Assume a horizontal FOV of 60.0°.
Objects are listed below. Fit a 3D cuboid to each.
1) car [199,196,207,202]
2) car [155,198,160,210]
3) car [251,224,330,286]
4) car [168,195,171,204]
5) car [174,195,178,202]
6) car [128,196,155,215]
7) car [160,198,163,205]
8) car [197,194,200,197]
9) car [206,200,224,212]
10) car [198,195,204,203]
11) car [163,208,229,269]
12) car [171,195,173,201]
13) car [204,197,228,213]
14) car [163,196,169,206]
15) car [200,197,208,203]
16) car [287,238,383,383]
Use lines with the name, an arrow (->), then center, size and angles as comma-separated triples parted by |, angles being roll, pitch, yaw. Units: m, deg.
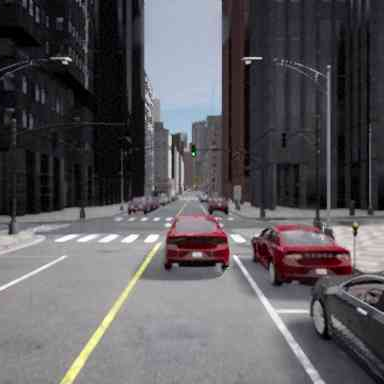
car -> 2.962, 1.964, 92.848 | 2.008, 1.369, 4.403 | 0, 0, 0
car -> -5.676, 1.469, 42.081 | 2.192, 1.841, 5.009 | 0, 0, 0
car -> 2.779, 1.576, 9.368 | 1.887, 1.381, 4.507 | 0, 0, 0
car -> -5.626, 1.786, 64.483 | 1.752, 1.417, 4.829 | 0, 0, 0
car -> -5.577, 1.700, 87.229 | 2.192, 1.841, 5.009 | 0, 0, 0
car -> -5.688, 1.446, 36.438 | 2.192, 1.841, 5.009 | 0, 0, 0
car -> -5.662, 1.744, 47.723 | 1.947, 1.339, 4.313 | 0, 0, 0
car -> 2.950, 1.951, 87.204 | 1.947, 1.339, 4.313 | 0, 0, 0
car -> 2.850, 1.720, 42.052 | 1.947, 1.339, 4.313 | 0, 0, 0
car -> 2.924, 1.869, 75.914 | 1.887, 1.381, 4.507 | 0, 0, 0
car -> 0.093, 1.515, 11.281 | 1.882, 1.535, 5.008 | 0, 0, -1
car -> -5.613, 1.837, 70.296 | 1.887, 1.381, 4.507 | 0, 0, 0
car -> 2.837, 1.446, 36.410 | 2.192, 1.841, 5.009 | 0, 0, 0
car -> -5.638, 1.798, 59.010 | 1.947, 1.339, 4.313 | 0, 0, 0
car -> 2.937, 1.921, 81.559 | 1.947, 1.339, 4.313 | 0, 0, 0
car -> 2.768, 1.563, 3.843 | 2.008, 1.369, 4.403 | 0, 0, 0
